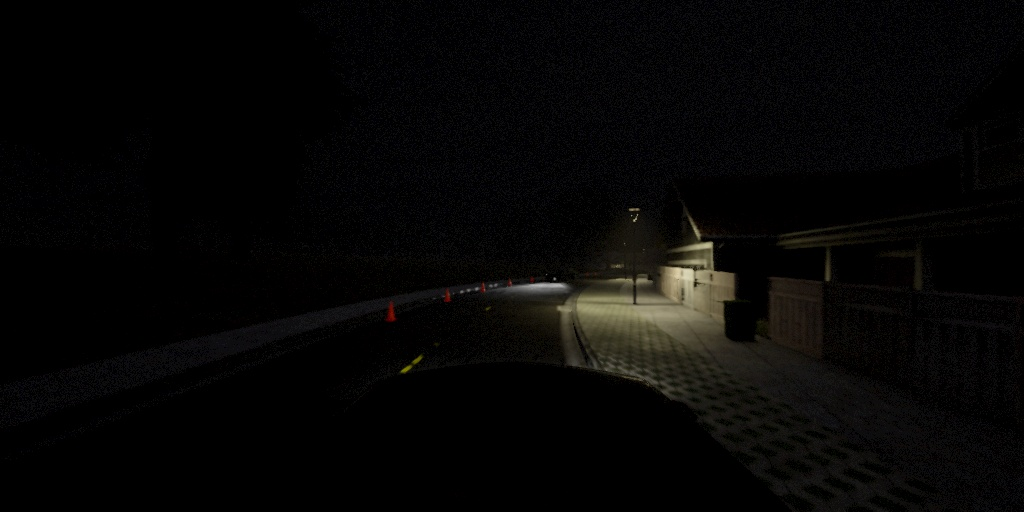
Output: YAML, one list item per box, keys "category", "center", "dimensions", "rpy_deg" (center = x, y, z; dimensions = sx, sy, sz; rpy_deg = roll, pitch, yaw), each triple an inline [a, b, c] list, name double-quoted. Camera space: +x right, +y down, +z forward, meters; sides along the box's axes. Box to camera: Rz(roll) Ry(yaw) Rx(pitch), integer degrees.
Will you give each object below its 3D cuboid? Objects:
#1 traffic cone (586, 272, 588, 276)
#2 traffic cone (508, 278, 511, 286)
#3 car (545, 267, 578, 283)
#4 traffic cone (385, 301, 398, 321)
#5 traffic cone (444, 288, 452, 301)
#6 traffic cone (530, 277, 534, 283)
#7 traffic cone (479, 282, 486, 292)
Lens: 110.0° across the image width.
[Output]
- category: "traffic cone"
  center: [10.368, 2.484, 49.374]
  dimensions: [0.340, 0.580, 0.340]
  rpy_deg: [0, 0, 26]
- category: "traffic cone"
  center: [-0.173, 1.921, 26.444]
  dimensions: [0.340, 0.580, 0.340]
  rpy_deg: [0, 0, 20]
- category: "car"
  center: [4.518, 1.685, 32.367]
  dimensions: [1.895, 1.301, 4.718]
  rpy_deg: [-1, -1, 25]
- category: "traffic cone"
  center: [-3.841, 1.734, 11.391]
  dimensions: [0.340, 0.580, 0.340]
  rpy_deg: [0, 0, 8]
- category: "traffic cone"
  center: [-2.972, 1.780, 16.491]
  dimensions: [0.340, 0.580, 0.340]
  rpy_deg: [0, 0, 12]
- category: "traffic cone"
  center: [1.742, 2.013, 31.249]
  dimensions: [0.340, 0.580, 0.340]
  rpy_deg: [0, 0, 24]
- category: "traffic cone"
  center: [-1.748, 1.842, 21.517]
  dimensions: [0.340, 0.580, 0.340]
  rpy_deg: [0, 0, 16]
